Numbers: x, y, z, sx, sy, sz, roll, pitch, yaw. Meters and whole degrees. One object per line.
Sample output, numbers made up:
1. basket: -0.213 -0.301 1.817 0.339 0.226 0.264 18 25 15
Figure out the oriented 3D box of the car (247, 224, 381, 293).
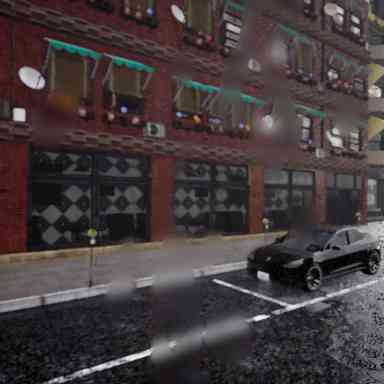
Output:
1. car: 3.441 1.584 8.998 4.313 1.339 1.947 0 1 -35
